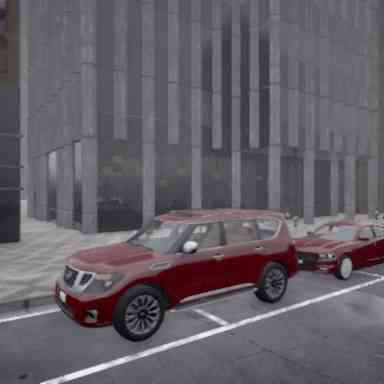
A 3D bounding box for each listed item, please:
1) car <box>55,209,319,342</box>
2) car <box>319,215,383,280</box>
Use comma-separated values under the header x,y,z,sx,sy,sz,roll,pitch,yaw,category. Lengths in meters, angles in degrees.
x,y,z,sx,sy,sz,roll,pitch,yaw,category
0.027,1.318,6.671,5.009,1.841,2.192,0,0,-35,car
4.617,1.553,9.944,4.507,1.381,1.887,0,0,-35,car
